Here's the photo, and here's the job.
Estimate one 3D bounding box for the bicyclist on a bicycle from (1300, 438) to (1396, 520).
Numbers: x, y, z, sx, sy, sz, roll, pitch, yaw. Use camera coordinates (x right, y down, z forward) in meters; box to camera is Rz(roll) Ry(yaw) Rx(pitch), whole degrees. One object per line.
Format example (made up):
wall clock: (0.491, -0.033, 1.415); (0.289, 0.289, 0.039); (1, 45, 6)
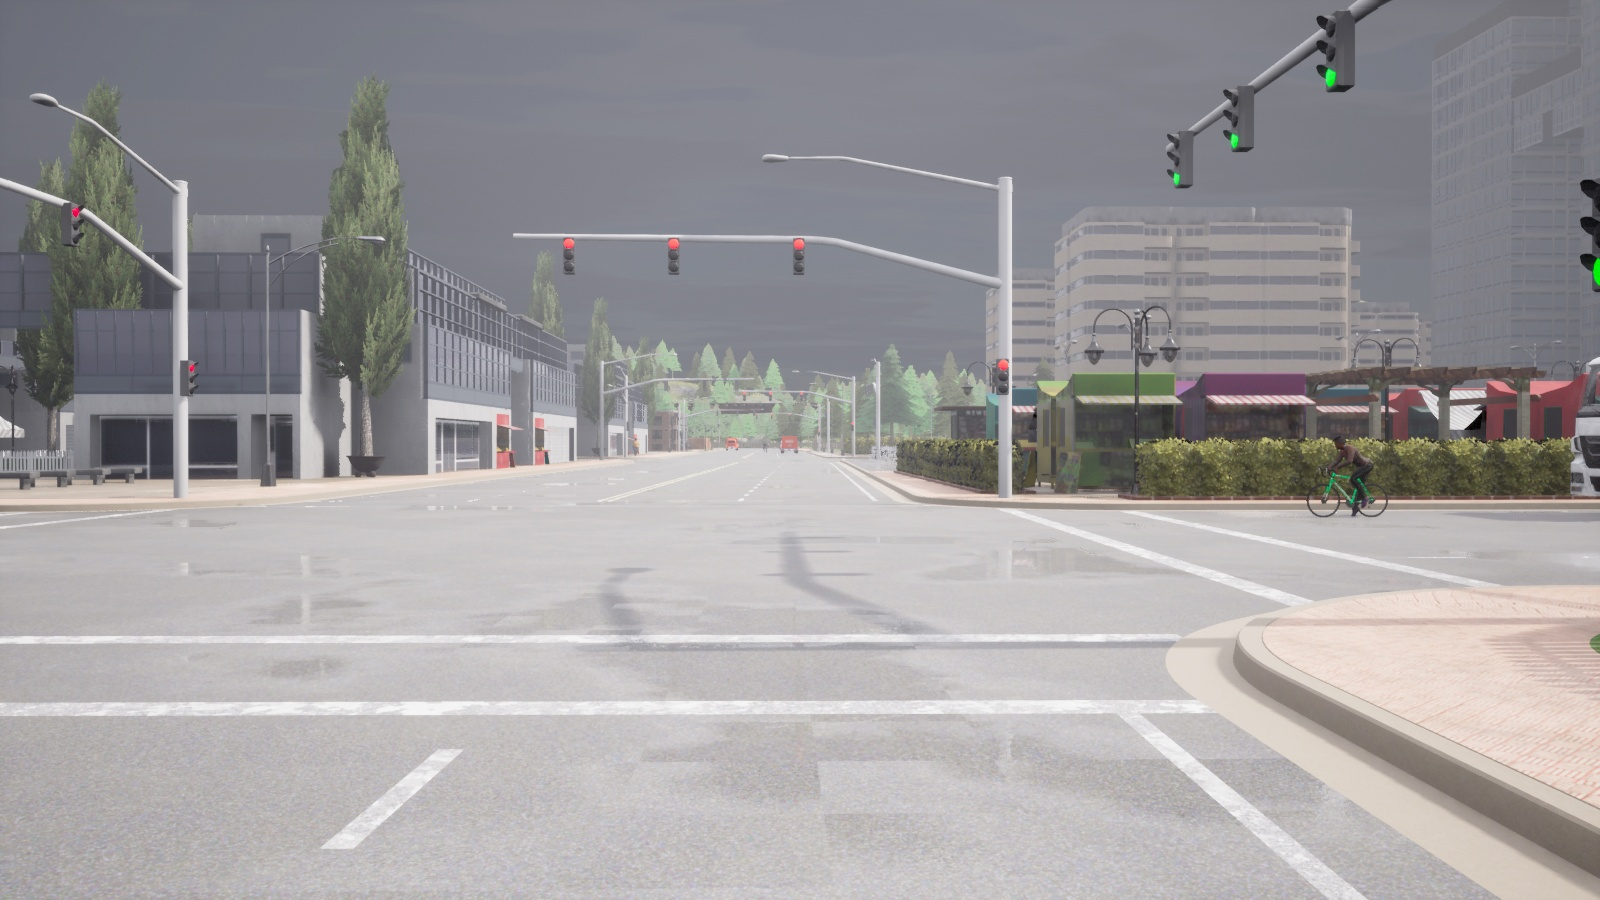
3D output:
bicyclist on a bicycle: (10.932, 0.567, 25.075); (1.656, 1.620, 0.582); (0, 0, -1)

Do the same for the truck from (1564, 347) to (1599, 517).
truck: (20.193, -0.362, 25.251); (7.936, 3.462, 2.891); (0, 0, -1)
